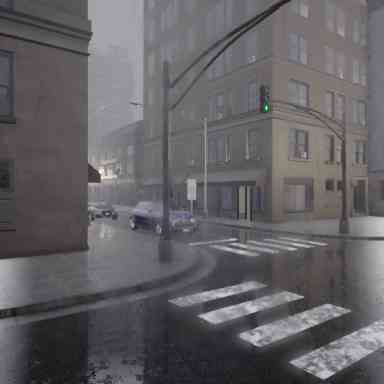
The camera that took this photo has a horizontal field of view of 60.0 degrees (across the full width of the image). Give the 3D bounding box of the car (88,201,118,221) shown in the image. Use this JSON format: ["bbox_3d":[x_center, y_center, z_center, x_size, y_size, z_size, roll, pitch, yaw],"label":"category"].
[{"bbox_3d":[-7.390,1.428,26.105,1.994,1.385,4.181,0,0,-35],"label":"car"}]

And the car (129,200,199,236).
[{"bbox_3d":[-1.595,1.269,17.998,2.097,1.767,4.553,0,0,-36],"label":"car"}]
